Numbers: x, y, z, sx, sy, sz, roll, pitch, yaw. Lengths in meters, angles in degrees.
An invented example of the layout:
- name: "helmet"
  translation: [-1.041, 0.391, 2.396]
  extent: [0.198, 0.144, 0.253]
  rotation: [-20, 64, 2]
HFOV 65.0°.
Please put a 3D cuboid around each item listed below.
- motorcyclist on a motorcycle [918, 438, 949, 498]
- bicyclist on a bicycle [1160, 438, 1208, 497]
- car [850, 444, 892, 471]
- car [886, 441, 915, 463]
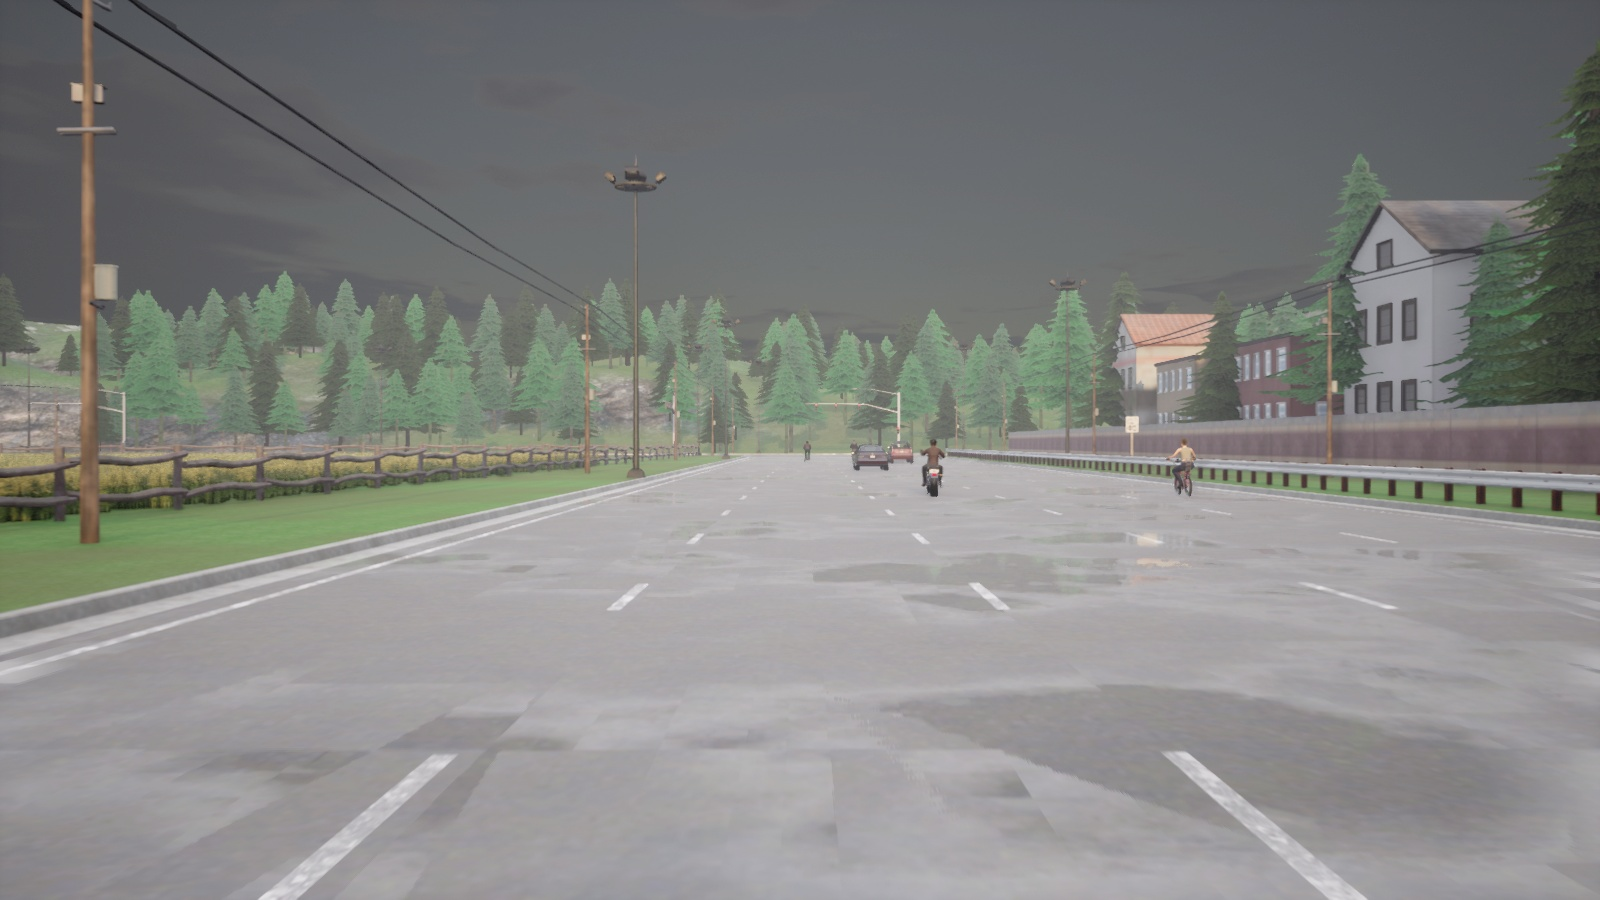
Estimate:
- name: "motorcyclist on a motorcycle"
  translation: [3.779, 0.497, 35.760]
  extent: [0.766, 1.649, 2.350]
  rotation: [1, 0, 4]
- name: "bicyclist on a bicycle"
  translation: [10.718, 0.493, 35.109]
  extent: [0.866, 1.612, 1.509]
  rotation: [0, -1, 0]
- name: "car"
  translation: [3.913, 0.401, 69.881]
  extent: [2.033, 1.411, 5.357]
  rotation: [0, 0, 0]
- name: "car"
  translation: [7.556, 0.114, 94.808]
  extent: [1.851, 1.617, 3.988]
  rotation: [0, 0, 0]
